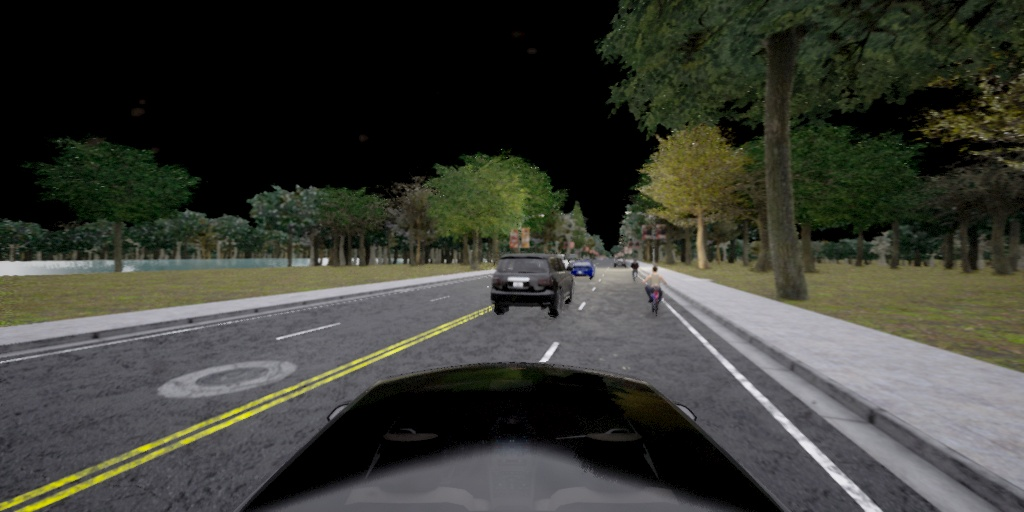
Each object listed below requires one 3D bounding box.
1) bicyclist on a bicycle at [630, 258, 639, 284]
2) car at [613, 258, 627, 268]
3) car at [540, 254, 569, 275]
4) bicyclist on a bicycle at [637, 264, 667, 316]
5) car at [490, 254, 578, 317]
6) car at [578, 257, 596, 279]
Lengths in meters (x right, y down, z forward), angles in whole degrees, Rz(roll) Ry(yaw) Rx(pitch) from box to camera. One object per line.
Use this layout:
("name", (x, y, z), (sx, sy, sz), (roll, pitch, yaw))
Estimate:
("bicyclist on a bicycle", (8.651, 1.047, 25.226), (0.659, 1.776, 1.843), (0, 0, 16))
("car", (17.461, 1.118, 58.009), (1.812, 1.442, 4.674), (0, 0, 16))
("car", (4.563, 0.869, 37.868), (2.150, 2.045, 5.566), (0, 0, 16))
("bicyclist on a bicycle", (4.817, 1.154, 12.120), (0.866, 1.612, 1.509), (0, 0, 16))
("car", (0.950, 0.940, 13.362), (2.150, 2.045, 5.566), (0, 0, 16))
("car", (6.142, 1.141, 31.029), (1.882, 1.535, 5.008), (0, 0, 16))
